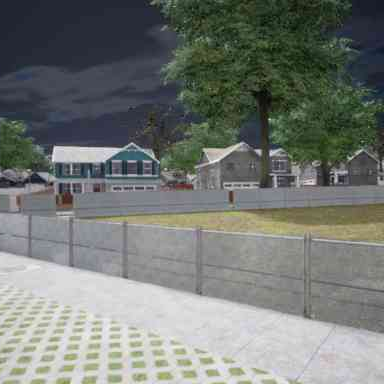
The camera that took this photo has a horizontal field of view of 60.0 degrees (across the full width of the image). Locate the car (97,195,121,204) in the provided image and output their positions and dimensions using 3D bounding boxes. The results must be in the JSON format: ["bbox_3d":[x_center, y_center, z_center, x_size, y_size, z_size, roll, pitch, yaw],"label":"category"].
[{"bbox_3d":[-6.562,0.924,29.990,4.181,1.385,1.994,-2,0,-17],"label":"car"}]
